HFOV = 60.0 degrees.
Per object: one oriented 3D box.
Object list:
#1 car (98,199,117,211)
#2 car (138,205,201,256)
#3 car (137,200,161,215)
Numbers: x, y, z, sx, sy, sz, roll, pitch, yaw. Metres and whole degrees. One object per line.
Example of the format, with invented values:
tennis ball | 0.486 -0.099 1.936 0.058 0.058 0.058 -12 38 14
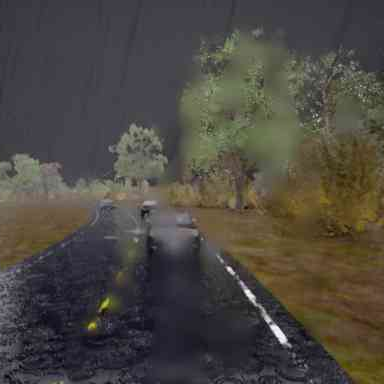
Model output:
car | -10.591 1.539 41.321 2.033 1.411 5.357 0 0 -20
car | -0.797 1.469 13.046 2.128 1.511 4.902 0 0 -6
car | -3.795 1.447 29.785 1.882 1.535 5.008 0 0 -14
